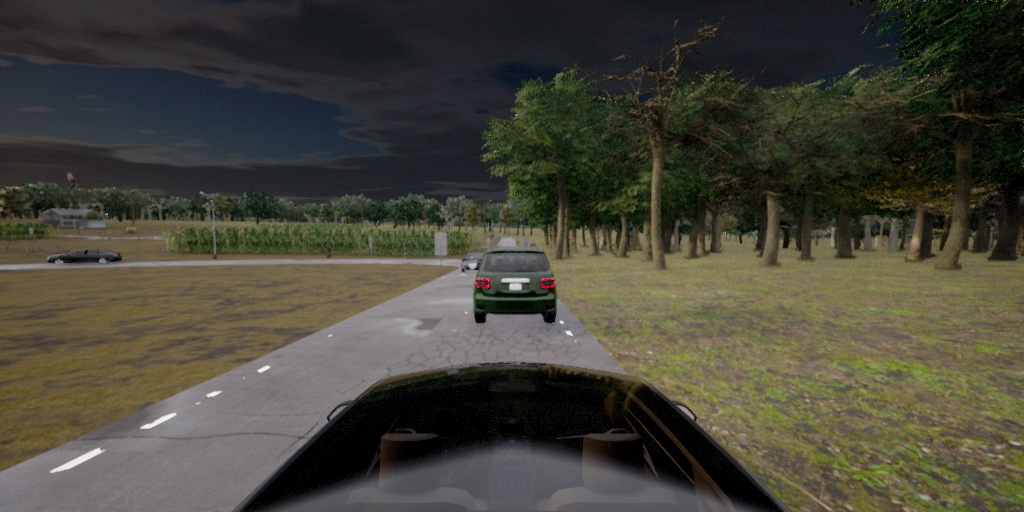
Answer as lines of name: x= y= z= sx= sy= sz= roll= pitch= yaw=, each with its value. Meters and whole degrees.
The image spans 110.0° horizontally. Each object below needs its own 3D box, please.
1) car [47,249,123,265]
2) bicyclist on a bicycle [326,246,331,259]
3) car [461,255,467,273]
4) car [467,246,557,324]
car: x=-42.119 y=0.075 z=35.475 sx=4.892 sy=1.490 sz=1.837 roll=-1 pitch=4 yaw=-32
bicyclist on a bicycle: x=-23.637 y=-0.422 z=46.247 sx=0.582 sy=1.620 sz=1.656 roll=0 pitch=2 yaw=-11
car: x=-2.902 y=0.494 z=28.610 sx=2.128 sy=1.511 sz=4.902 roll=0 pitch=2 yaw=0
car: x=0.063 y=0.730 z=11.079 sx=2.150 sy=2.045 sz=5.566 roll=0 pitch=2 yaw=0
